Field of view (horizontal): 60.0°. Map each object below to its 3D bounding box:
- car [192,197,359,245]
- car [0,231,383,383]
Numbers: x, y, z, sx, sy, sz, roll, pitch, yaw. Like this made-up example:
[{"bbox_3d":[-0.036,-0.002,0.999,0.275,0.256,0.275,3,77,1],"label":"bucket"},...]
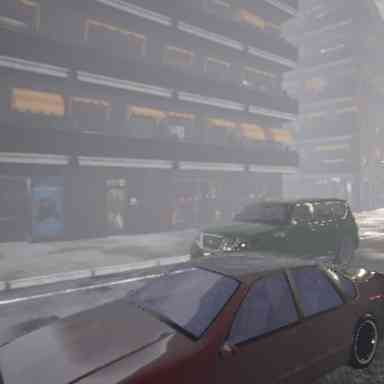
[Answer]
[{"bbox_3d":[2.620,1.191,9.599,5.566,2.045,2.150,0,0,-36],"label":"car"},{"bbox_3d":[0.597,1.537,4.128,5.357,1.411,2.033,0,0,-36],"label":"car"}]
